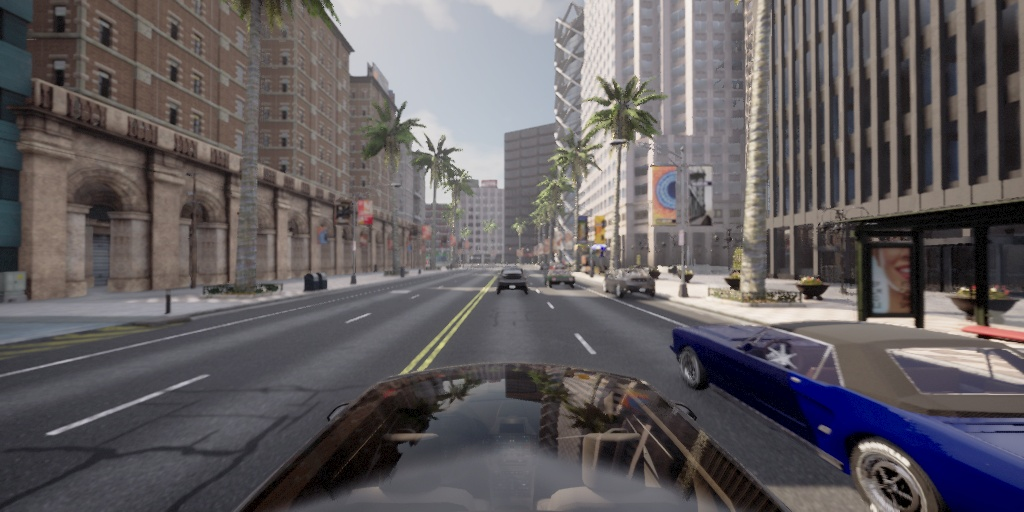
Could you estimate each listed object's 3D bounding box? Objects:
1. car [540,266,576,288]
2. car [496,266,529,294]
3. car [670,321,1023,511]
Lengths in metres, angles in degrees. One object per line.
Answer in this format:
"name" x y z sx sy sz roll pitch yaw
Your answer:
"car" 3.506 1.673 27.254 1.895 1.301 4.718 0 -1 0
"car" 0.022 1.522 22.797 1.837 1.490 4.892 0 -1 0
"car" 3.635 1.378 3.988 1.895 1.301 4.718 0 -1 -1
